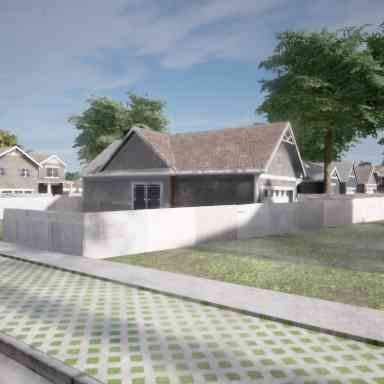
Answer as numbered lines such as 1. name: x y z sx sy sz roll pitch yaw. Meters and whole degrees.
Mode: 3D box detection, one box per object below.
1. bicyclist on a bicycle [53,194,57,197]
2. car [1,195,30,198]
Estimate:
1. bicyclist on a bicycle: -13.011 1.030 31.524 1.656 1.620 0.582 0 1 34
2. car: -16.251 1.062 31.925 2.097 1.767 4.553 1 1 34
